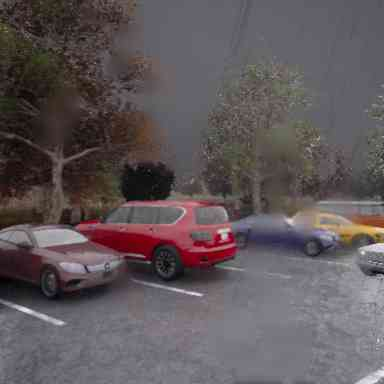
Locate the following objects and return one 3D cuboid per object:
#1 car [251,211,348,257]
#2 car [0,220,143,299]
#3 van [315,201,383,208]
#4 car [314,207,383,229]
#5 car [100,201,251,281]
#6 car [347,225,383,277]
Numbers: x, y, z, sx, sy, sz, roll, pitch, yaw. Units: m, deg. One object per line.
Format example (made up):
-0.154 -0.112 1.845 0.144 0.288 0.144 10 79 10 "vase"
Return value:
3.571 1.648 13.632 4.674 1.452 2.002 -1 -2 35 "car"
-3.737 1.544 8.535 4.674 1.452 2.002 -1 -1 35 "car"
8.575 1.455 16.920 4.442 1.987 1.878 -1 -2 36 "van"
6.174 1.640 15.204 5.366 1.575 1.946 -1 -2 35 "car"
-1.333 1.287 10.259 5.566 2.045 2.435 -1 -1 35 "car"
6.684 1.723 9.420 4.718 1.301 1.895 1 0 -35 "car"
